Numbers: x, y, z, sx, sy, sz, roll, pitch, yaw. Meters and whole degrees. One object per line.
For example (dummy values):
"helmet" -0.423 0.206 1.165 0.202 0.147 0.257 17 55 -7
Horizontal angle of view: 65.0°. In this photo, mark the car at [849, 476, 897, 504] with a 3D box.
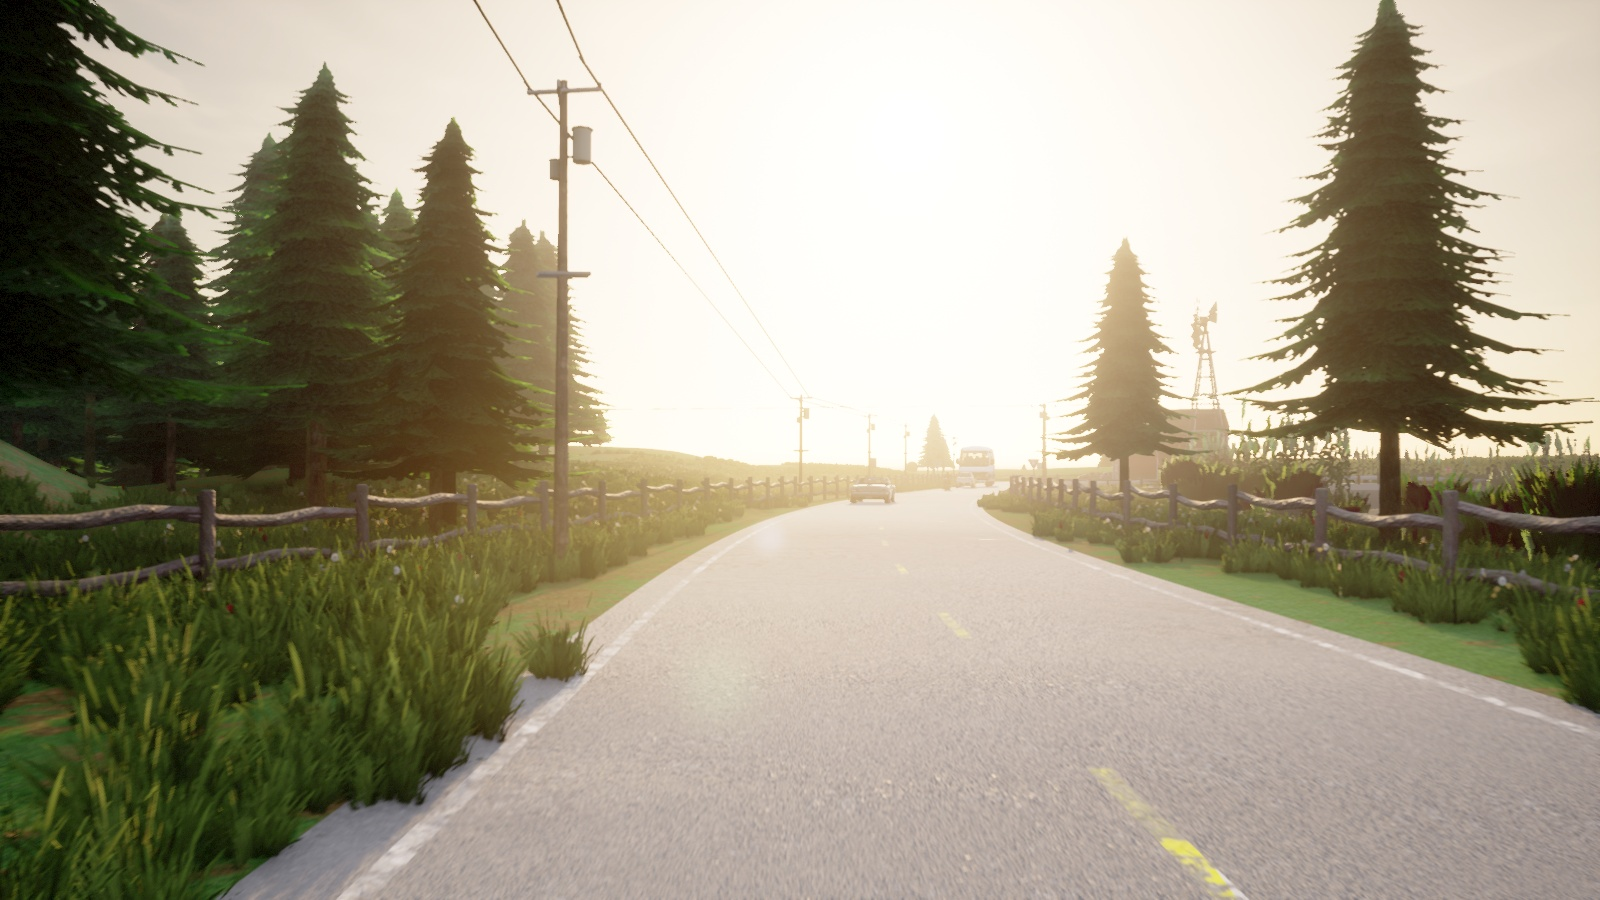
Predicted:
"car" 3.616 1.935 61.799 1.895 1.301 4.718 0 -1 9
